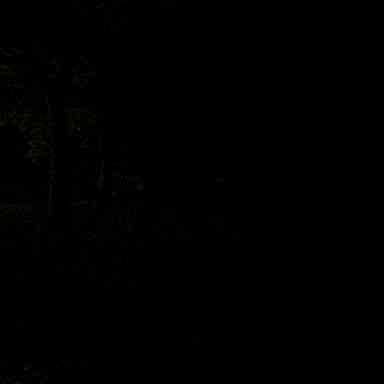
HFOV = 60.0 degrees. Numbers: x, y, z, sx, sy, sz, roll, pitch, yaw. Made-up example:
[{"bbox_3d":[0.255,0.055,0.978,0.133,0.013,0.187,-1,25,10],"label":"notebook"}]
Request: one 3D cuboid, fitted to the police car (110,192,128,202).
[{"bbox_3d":[-13.331,0.774,56.945,1.930,1.638,5.238,-1,-1,35],"label":"police car"}]
